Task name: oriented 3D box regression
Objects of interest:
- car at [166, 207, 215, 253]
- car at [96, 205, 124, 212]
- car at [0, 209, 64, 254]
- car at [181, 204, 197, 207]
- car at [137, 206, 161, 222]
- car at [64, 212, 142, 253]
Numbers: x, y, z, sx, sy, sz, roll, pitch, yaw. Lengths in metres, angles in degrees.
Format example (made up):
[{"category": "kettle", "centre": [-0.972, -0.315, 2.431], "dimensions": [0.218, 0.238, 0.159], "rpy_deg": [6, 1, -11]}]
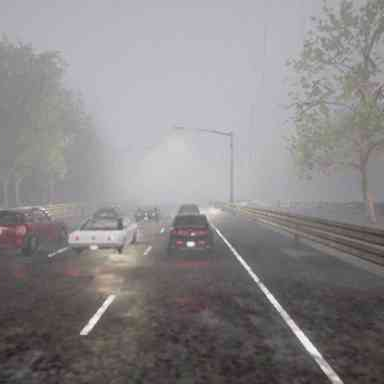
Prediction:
[{"category": "car", "centre": [-0.061, 1.651, 14.491], "dimensions": [1.837, 1.490, 4.892], "rpy_deg": [0, 0, 0]}, {"category": "car", "centre": [-7.274, 1.862, 29.440], "dimensions": [1.994, 1.385, 4.181], "rpy_deg": [0, -1, -1]}, {"category": "car", "centre": [-7.060, 1.491, 14.207], "dimensions": [2.097, 1.767, 4.553], "rpy_deg": [0, -1, 0]}, {"category": "car", "centre": [-0.277, 1.778, 29.754], "dimensions": [1.882, 1.535, 5.008], "rpy_deg": [0, 0, -1]}, {"category": "car", "centre": [-3.775, 1.897, 29.319], "dimensions": [1.895, 1.301, 4.718], "rpy_deg": [0, -1, -1]}, {"category": "car", "centre": [-3.562, 1.743, 14.270], "dimensions": [1.895, 1.301, 4.718], "rpy_deg": [0, -1, 0]}]
